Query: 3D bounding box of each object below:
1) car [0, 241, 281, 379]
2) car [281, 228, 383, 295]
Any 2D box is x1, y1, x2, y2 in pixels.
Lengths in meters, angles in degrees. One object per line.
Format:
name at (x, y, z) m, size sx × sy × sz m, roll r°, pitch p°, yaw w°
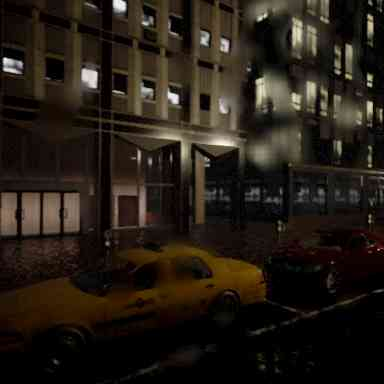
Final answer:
car at (-0.867, 1.543, 5.481) m, size 4.829 × 1.417 × 1.752 m, roll 1°, pitch 0°, yaw -36°
car at (3.785, 1.644, 8.800) m, size 4.206 × 1.307 × 1.802 m, roll 1°, pitch 0°, yaw -36°
